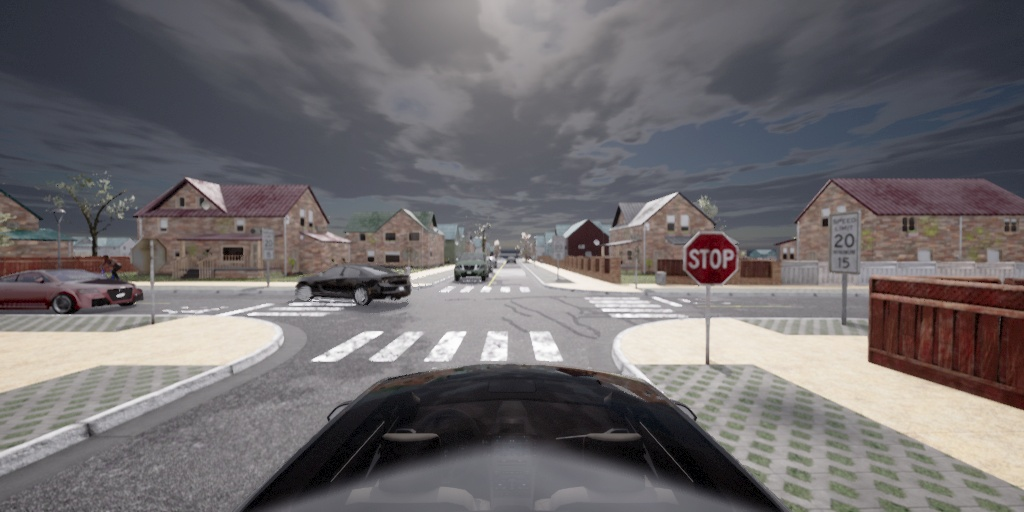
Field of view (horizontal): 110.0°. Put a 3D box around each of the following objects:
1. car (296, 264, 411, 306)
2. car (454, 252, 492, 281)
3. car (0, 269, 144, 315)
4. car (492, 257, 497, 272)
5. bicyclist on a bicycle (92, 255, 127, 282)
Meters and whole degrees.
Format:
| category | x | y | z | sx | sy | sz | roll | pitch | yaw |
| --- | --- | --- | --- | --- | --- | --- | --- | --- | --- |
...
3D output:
| category | x | y | z | sx | sy | sz | roll | pitch | yaw |
| --- | --- | --- | --- | --- | --- | --- | --- | --- | --- |
| car | -6.500 | 1.064 | 14.580 | 5.008 | 1.535 | 1.882 | 1 | -1 | 23 |
| car | -2.893 | 0.732 | 26.832 | 2.150 | 2.045 | 5.566 | 0 | 0 | 0 |
| car | -15.262 | 1.140 | 12.142 | 4.181 | 1.385 | 1.994 | 0 | 1 | 0 |
| car | -2.898 | 0.941 | 36.908 | 1.837 | 1.490 | 4.892 | 0 | 0 | 0 |
| bicyclist on a bicycle | -20.179 | 0.766 | 17.976 | 0.582 | 1.620 | 1.656 | 0 | 1 | 0 |
